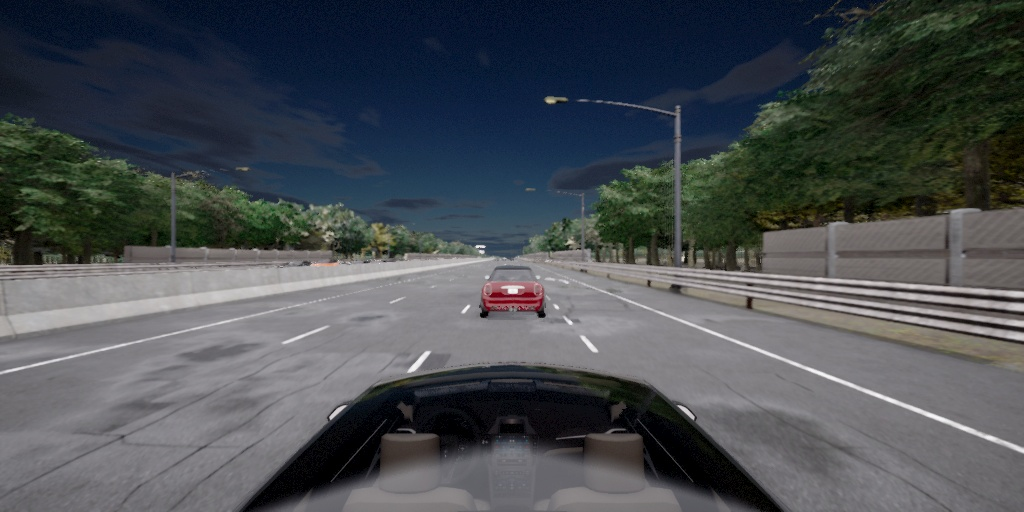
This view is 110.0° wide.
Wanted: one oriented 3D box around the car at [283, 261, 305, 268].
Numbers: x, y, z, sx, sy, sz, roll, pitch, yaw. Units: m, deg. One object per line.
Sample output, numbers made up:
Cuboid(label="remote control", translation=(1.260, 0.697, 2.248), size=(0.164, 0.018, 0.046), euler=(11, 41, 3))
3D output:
Cuboid(label="car", translation=(-28.048, 1.378, 47.343), size=(1.837, 1.490, 4.892), euler=(0, 0, 0))

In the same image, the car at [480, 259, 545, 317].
Cuboid(label="car", translation=(0.021, 1.125, 13.355), size=(2.097, 1.767, 4.553), euler=(0, 0, 0))

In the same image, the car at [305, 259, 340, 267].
Cuboid(label="car", translation=(-24.550, 1.227, 47.255), size=(2.097, 1.767, 4.553), euler=(0, 0, 0))

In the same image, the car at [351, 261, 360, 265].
Cuboid(label="car", translation=(-21.045, 1.385, 49.933), size=(1.837, 1.490, 4.892), euler=(0, 0, 1))

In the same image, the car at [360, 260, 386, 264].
Cuboid(label="car", translation=(-17.564, 1.379, 46.736), size=(1.837, 1.490, 4.892), euler=(0, 0, 0))
